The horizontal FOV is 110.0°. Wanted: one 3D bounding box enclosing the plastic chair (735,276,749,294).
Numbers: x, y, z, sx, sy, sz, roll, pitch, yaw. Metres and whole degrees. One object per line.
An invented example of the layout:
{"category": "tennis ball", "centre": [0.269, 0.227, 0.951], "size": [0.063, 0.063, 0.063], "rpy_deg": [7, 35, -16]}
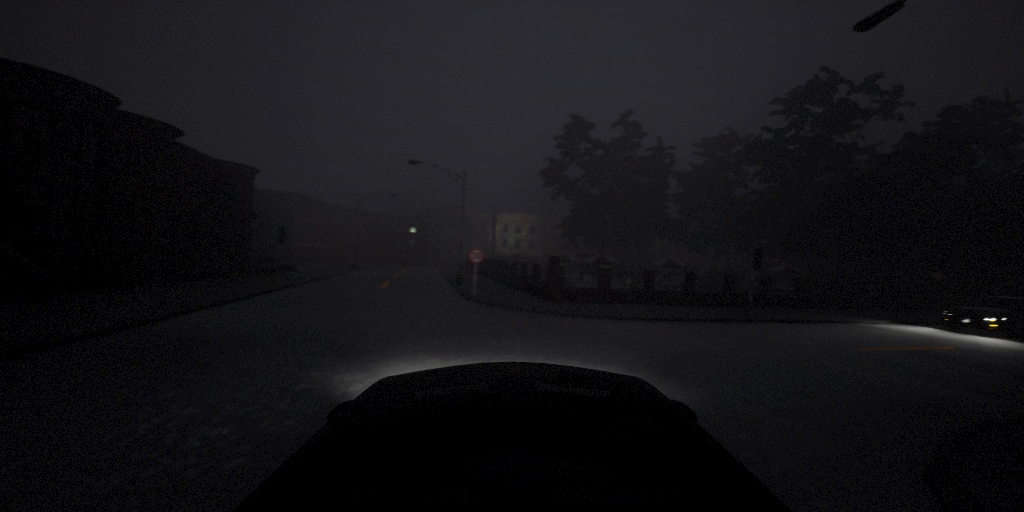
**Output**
{"category": "plastic chair", "centre": [18.851, 2.502, 29.244], "size": [0.750, 1.272, 0.730], "rpy_deg": [0, 0, 36]}

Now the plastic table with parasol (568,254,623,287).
{"category": "plastic table with parasol", "centre": [5.101, 1.144, 20.844], "size": [2.482, 2.480, 2.482], "rpy_deg": [0, 0, 36]}

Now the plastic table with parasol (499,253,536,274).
{"category": "plastic table with parasol", "centre": [0.623, 0.923, 38.874], "size": [2.482, 2.480, 2.482], "rpy_deg": [0, 0, 38]}

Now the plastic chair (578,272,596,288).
{"category": "plastic chair", "centre": [4.280, 1.697, 19.875], "size": [0.750, 1.272, 0.730], "rpy_deg": [0, 0, 36]}

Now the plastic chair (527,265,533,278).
{"category": "plastic chair", "centre": [1.780, 1.616, 38.117], "size": [0.730, 1.272, 0.750], "rpy_deg": [0, 0, 45]}

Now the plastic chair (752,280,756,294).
{"category": "plastic chair", "centre": [17.331, 2.369, 25.208], "size": [0.730, 1.272, 0.750], "rpy_deg": [0, 0, 36]}

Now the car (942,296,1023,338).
{"category": "car", "centre": [20.260, 2.437, 14.707], "size": [4.892, 1.490, 1.837], "rpy_deg": [3, 0, -14]}

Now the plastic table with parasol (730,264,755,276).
{"category": "plastic table with parasol", "centre": [19.672, 1.954, 30.214], "size": [2.482, 2.480, 2.482], "rpy_deg": [0, 0, 36]}

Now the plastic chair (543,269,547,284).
{"category": "plastic chair", "centre": [2.782, 1.607, 24.130], "size": [0.750, 1.272, 0.730], "rpy_deg": [0, 0, 36]}

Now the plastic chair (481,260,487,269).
{"category": "plastic chair", "centre": [-3.238, 1.472, 45.942], "size": [0.730, 1.272, 0.750], "rpy_deg": [0, 0, -14]}

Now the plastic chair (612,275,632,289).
{"category": "plastic chair", "centre": [6.208, 1.802, 20.114], "size": [0.730, 1.272, 0.750], "rpy_deg": [0, 0, 41]}

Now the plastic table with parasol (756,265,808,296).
{"category": "plastic table with parasol", "centre": [18.290, 1.829, 24.394], "size": [2.482, 2.480, 2.482], "rpy_deg": [0, 0, 36]}

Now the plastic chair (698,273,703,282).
{"category": "plastic chair", "centre": [15.811, 2.345, 30.964], "size": [0.730, 1.272, 0.750], "rpy_deg": [0, 0, 43]}

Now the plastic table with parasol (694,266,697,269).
{"category": "plastic table with parasol", "centre": [14.759, 1.626, 31.726], "size": [2.482, 2.480, 2.482], "rpy_deg": [0, 0, 37]}

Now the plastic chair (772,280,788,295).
{"category": "plastic chair", "centre": [17.476, 2.383, 23.416], "size": [0.750, 1.272, 0.730], "rpy_deg": [0, 0, 37]}

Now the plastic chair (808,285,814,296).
{"category": "plastic chair", "centre": [19.393, 2.515, 23.663], "size": [0.730, 1.272, 0.750], "rpy_deg": [0, 0, 41]}

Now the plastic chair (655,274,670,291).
{"category": "plastic chair", "centre": [9.112, 1.954, 22.096], "size": [0.750, 1.272, 0.730], "rpy_deg": [0, 0, 36]}

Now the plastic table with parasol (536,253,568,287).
{"category": "plastic table with parasol", "centre": [3.603, 1.057, 25.099], "size": [2.482, 2.480, 2.482], "rpy_deg": [0, 0, 36]}

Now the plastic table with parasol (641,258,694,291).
{"category": "plastic table with parasol", "centre": [9.935, 1.389, 23.065], "size": [2.482, 2.480, 2.482], "rpy_deg": [0, 0, 36]}

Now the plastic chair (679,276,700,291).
{"category": "plastic chair", "centre": [11.041, 2.048, 22.335], "size": [0.730, 1.272, 0.750], "rpy_deg": [0, 0, 41]}

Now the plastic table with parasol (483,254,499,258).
{"category": "plastic table with parasol", "centre": [-1.993, 0.936, 46.157], "size": [2.482, 2.480, 2.482], "rpy_deg": [0, 0, -14]}

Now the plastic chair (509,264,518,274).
{"category": "plastic chair", "centre": [-0.162, 1.512, 37.935], "size": [0.750, 1.272, 0.730], "rpy_deg": [0, 0, 36]}
